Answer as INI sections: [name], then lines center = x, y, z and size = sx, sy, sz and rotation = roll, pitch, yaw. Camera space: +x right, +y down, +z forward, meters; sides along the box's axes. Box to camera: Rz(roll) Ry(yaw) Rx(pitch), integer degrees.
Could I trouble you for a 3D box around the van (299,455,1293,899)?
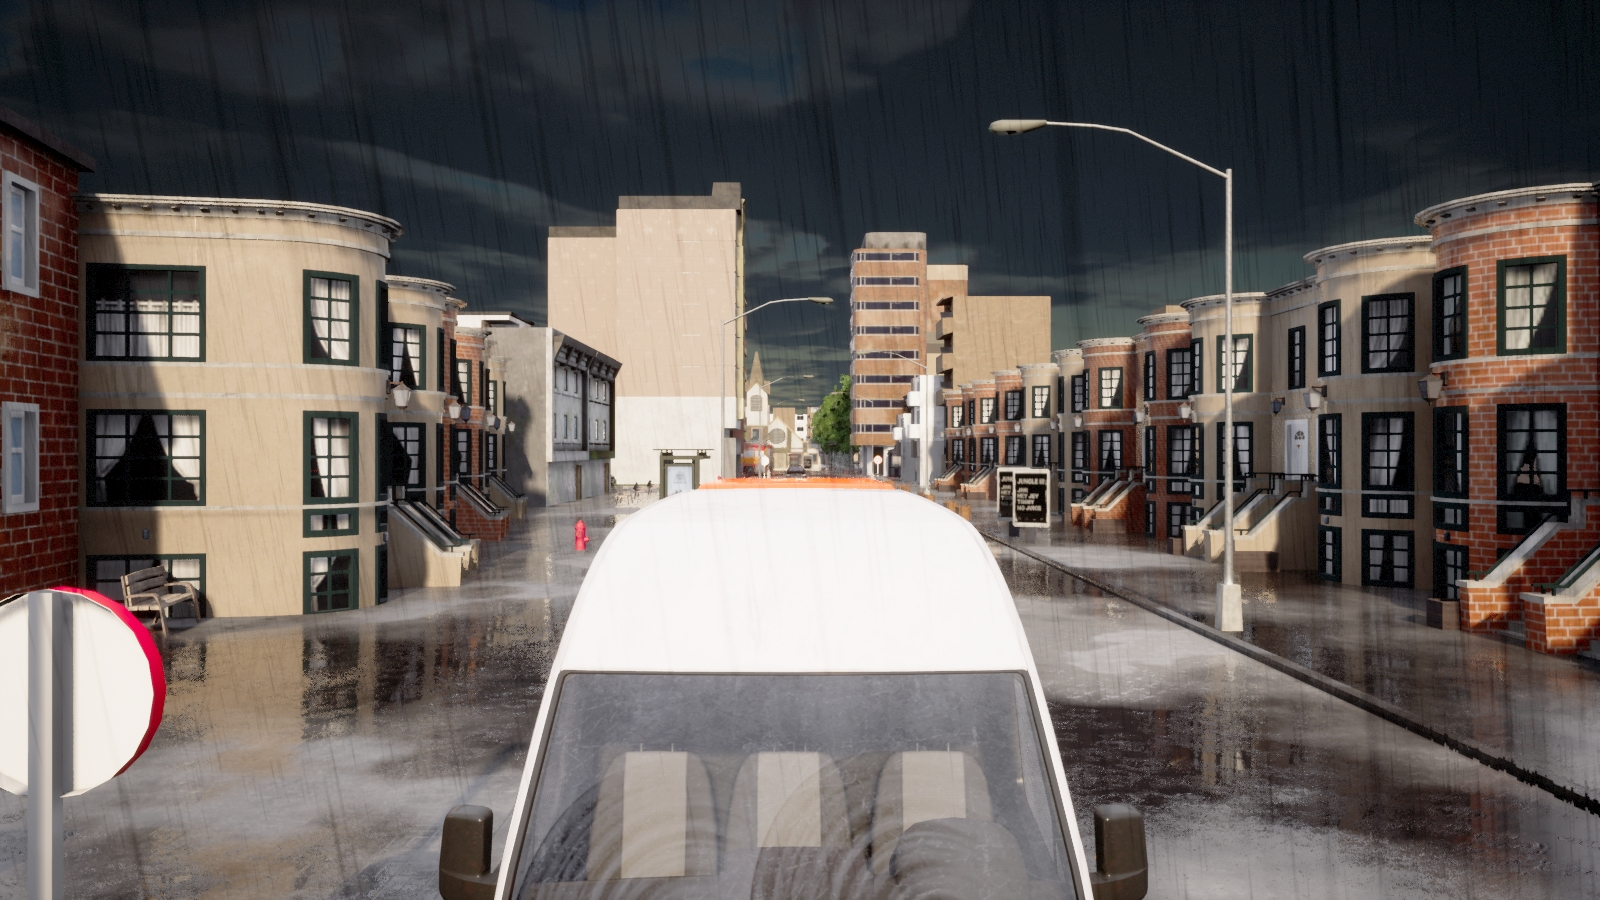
[van]
center = -0.019, 1.314, 5.243
size = 1.988, 2.561, 5.915
rotation = 0, 0, 0
